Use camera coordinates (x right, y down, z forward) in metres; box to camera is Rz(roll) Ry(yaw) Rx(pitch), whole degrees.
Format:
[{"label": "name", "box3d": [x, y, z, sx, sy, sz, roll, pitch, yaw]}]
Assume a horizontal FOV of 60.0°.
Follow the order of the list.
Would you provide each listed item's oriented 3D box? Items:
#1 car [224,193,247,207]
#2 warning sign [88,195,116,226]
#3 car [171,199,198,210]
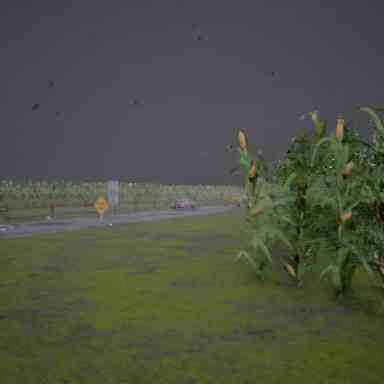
[{"label": "car", "box3d": [6.798, 1.175, 49.529, 2.150, 2.045, 5.566, 1, 0, 32]}, {"label": "warning sign", "box3d": [-5.653, 1.131, 20.878, 1.300, 1.860, 1.060, 1, 0, 29]}, {"label": "car", "box3d": [-0.850, 1.503, 41.121, 1.994, 1.385, 4.181, 1, 0, 27]}]
